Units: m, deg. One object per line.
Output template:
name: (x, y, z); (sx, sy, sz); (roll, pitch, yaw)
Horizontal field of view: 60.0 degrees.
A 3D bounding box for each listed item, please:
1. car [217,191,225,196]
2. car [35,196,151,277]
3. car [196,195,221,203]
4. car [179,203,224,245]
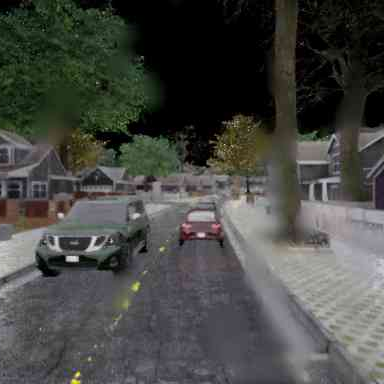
car: (8.349, 0.458, 94.943); (1.837, 1.490, 4.892); (0, 1, 13)
car: (-2.672, 1.167, 10.416); (2.150, 2.045, 5.566); (0, 0, 2)
car: (1.367, 1.304, 30.983); (2.128, 1.511, 4.902); (0, 0, 4)
car: (0.437, 1.448, 14.928); (1.812, 1.442, 4.674); (0, 0, 2)
